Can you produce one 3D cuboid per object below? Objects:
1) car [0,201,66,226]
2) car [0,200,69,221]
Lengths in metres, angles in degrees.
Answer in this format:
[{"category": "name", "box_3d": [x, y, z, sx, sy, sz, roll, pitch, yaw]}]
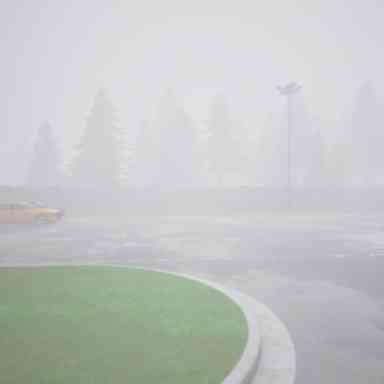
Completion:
[{"category": "car", "box_3d": [-11.230, 1.379, 21.902, 5.008, 1.535, 1.882, 0, 0, -6]}, {"category": "car", "box_3d": [-12.074, 1.409, 25.349, 4.674, 1.442, 1.812, 0, 0, -6]}]
